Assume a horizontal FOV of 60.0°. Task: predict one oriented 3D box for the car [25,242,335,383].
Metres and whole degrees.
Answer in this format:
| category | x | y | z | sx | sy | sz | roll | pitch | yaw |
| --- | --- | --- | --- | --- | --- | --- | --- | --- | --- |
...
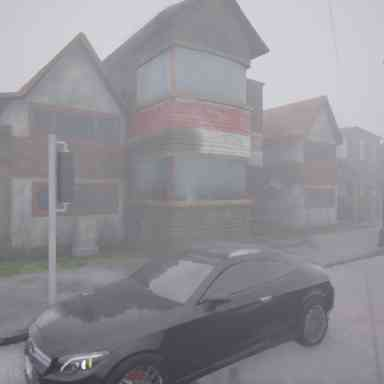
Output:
| category | x | y | z | sx | sy | sz | roll | pitch | yaw |
| --- | --- | --- | --- | --- | --- | --- | --- | --- | --- |
| car | 0.212 | 1.525 | 4.771 | 4.674 | 1.442 | 1.812 | 0 | 0 | -36 |
